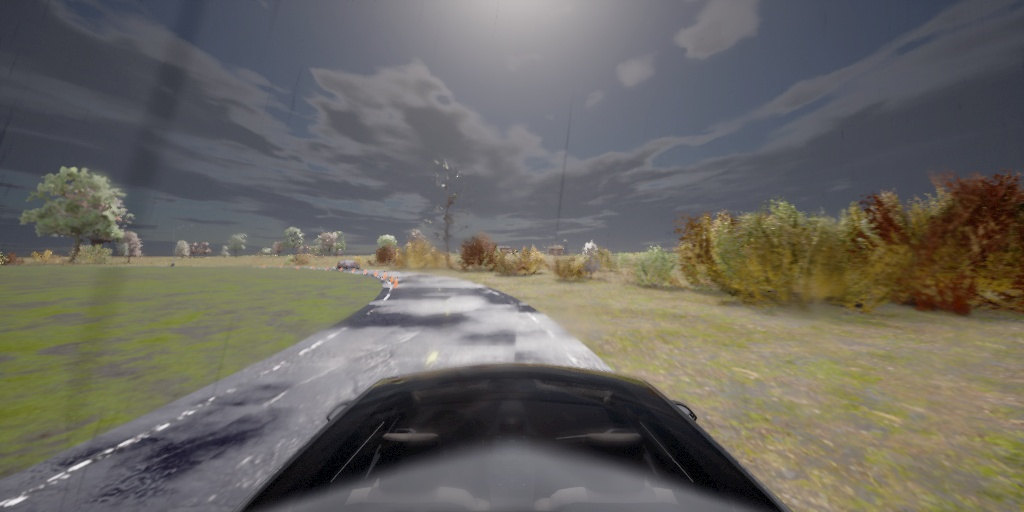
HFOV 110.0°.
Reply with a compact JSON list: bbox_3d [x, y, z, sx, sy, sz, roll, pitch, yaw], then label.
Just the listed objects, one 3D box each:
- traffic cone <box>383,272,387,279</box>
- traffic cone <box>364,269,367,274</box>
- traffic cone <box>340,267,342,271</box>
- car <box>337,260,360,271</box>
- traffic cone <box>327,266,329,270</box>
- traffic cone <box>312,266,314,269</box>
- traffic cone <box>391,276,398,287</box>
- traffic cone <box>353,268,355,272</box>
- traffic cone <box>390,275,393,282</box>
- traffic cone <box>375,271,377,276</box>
[{"bbox_3d":[-11.318,1.716,31.976,0.340,0.580,0.340,0,0,-28],"label":"traffic cone"},{"bbox_3d":[-16.406,1.710,40.150,0.340,0.580,0.340,0,0,-36],"label":"traffic cone"},{"bbox_3d":[-22.636,1.695,47.492,0.340,0.580,0.340,0,0,-45],"label":"traffic cone"},{"bbox_3d":[-23.221,1.275,50.781,4.674,1.442,1.812,0,-1,43],"label":"car"},{"bbox_3d":[-26.138,1.686,50.799,0.340,0.580,0.340,0,0,41],"label":"traffic cone"},{"bbox_3d":[-29.874,1.679,53.841,0.340,0.580,0.340,0,0,37],"label":"traffic cone"},{"bbox_3d":[-7.481,1.719,23.144,0.340,0.580,0.340,0,0,-19],"label":"traffic cone"},{"bbox_3d":[-19.386,1.703,43.935,0.340,0.580,0.340,0,0,-40],"label":"traffic cone"},{"bbox_3d":[-9.237,1.718,27.631,0.340,0.580,0.340,0,0,-23],"label":"traffic cone"},{"bbox_3d":[-13.711,1.714,36.157,0.340,0.580,0.340,0,0,-32],"label":"traffic cone"}]
